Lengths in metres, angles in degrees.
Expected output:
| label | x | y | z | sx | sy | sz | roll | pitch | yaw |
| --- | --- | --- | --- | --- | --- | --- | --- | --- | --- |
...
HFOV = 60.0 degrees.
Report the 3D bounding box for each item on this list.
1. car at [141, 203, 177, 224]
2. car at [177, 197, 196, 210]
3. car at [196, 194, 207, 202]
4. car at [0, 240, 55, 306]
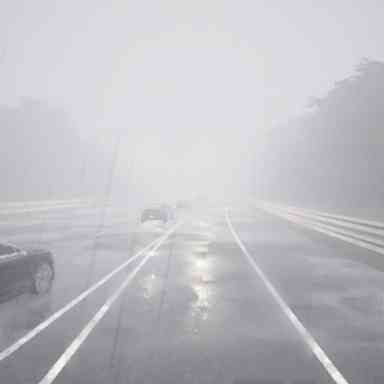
| label | x | y | z | sx | sy | sz | roll | pitch | yaw |
| --- | --- | --- | --- | --- | --- | --- | --- | --- | --- |
| car | -2.546 | 1.514 | 24.852 | 1.812 | 1.442 | 4.674 | 0 | 0 | 5 |
| car | -0.954 | 1.506 | 42.805 | 1.812 | 1.442 | 4.674 | 0 | 0 | 5 |
| car | 1.622 | 1.433 | 71.848 | 2.128 | 1.511 | 4.902 | 0 | 1 | 5 |
| car | -4.233 | 1.483 | 5.817 | 2.128 | 1.511 | 4.902 | 0 | 0 | 5 |
